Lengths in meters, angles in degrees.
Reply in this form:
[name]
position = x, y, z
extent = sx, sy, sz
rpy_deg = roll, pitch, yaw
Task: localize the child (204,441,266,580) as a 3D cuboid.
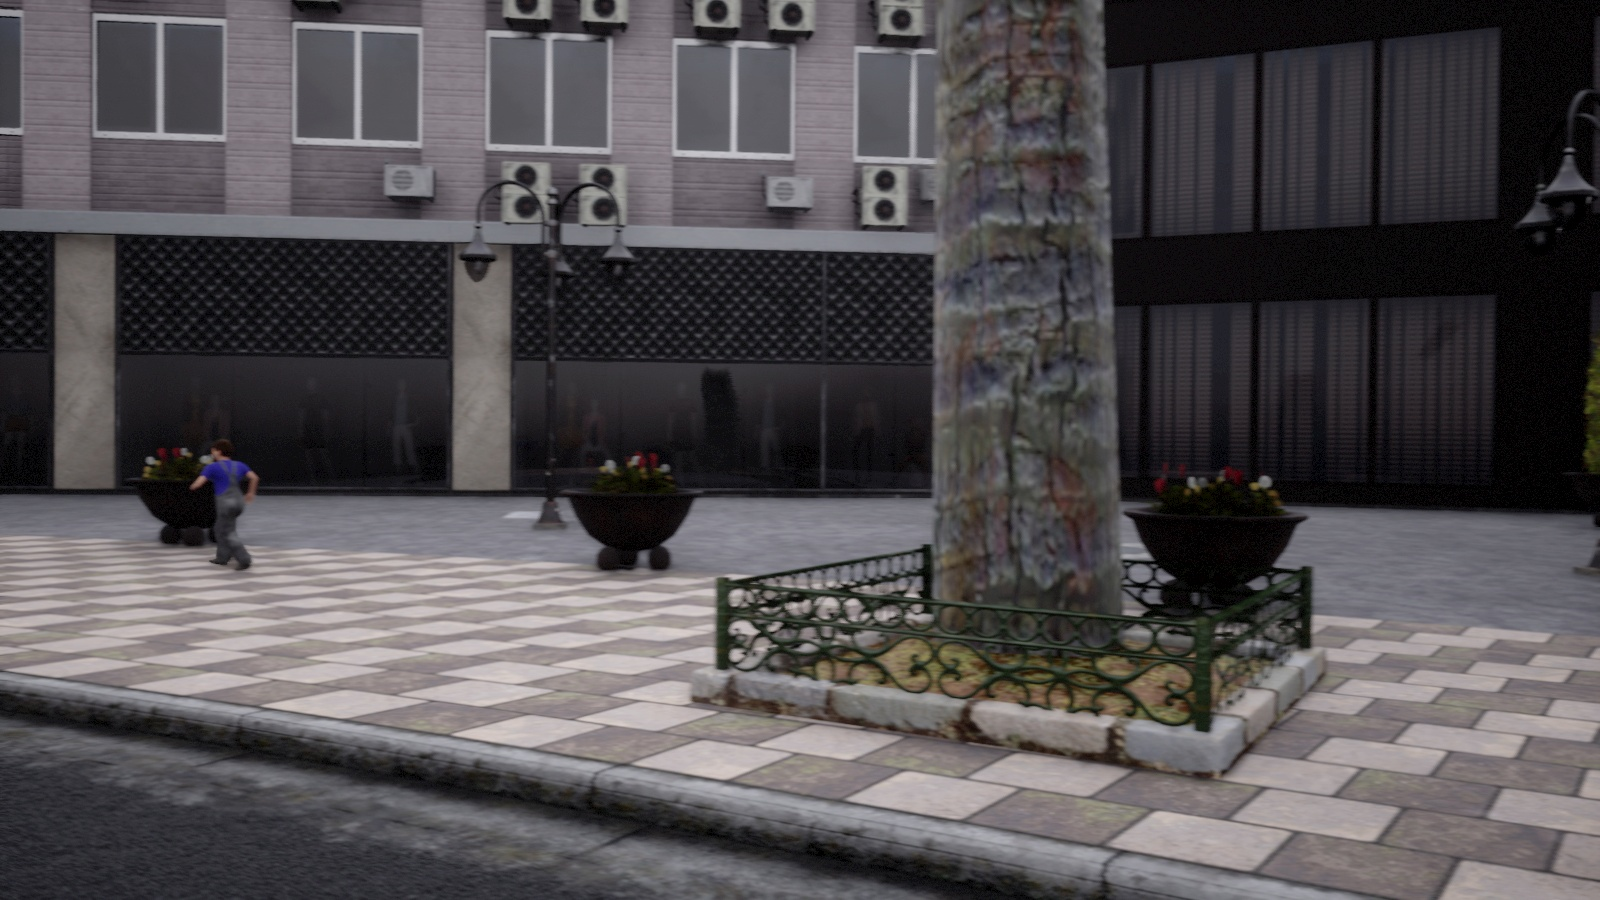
[child]
position = -5.238, 0.551, 11.643
extent = 0.437, 1.263, 0.270
rpy_deg = 0, 1, 19
